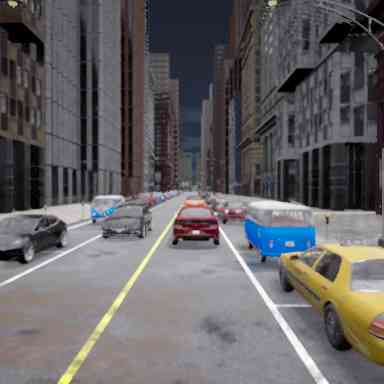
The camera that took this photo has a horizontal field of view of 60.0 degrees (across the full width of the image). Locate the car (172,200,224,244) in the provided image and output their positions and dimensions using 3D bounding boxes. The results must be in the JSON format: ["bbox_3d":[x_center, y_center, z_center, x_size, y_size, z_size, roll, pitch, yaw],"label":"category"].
[{"bbox_3d":[0.170,1.349,15.017,1.882,1.535,5.008,0,1,0],"label":"car"}]

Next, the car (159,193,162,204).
[{"bbox_3d":[-5.544,1.157,45.228,1.887,1.381,4.507,0,0,0],"label":"car"}]

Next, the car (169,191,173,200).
[{"bbox_3d":[-5.431,0.864,67.773,1.967,1.590,4.097,0,0,0],"label":"car"}]

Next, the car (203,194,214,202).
[{"bbox_3d":[3.066,1.024,62.103,1.887,1.381,4.507,0,0,0],"label":"car"}]

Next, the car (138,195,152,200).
[{"bbox_3d":[-5.600,1.273,33.955,1.947,1.339,4.313,0,0,0],"label":"car"}]

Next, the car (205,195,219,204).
[{"bbox_3d":[3.009,1.139,50.831,1.947,1.339,4.313,0,0,0],"label":"car"}]

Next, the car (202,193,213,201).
[{"bbox_3d":[3.094,0.998,67.740,1.947,1.339,4.313,0,0,0],"label":"car"}]

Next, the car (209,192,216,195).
[{"bbox_3d":[2.981,1.061,45.194,1.967,1.590,4.097,0,0,0],"label":"car"}]

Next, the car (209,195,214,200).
[{"bbox_3d":[2.924,1.266,33.923,2.008,1.369,4.403,0,0,0],"label":"car"}]

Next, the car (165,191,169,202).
[{"bbox_3d":[-5.488,0.958,56.500,1.967,1.590,4.097,0,0,0],"label":"car"}]

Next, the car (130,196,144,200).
[{"bbox_3d":[-5.629,1.320,28.318,1.947,1.339,4.313,0,0,0],"label":"car"}]

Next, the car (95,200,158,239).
[{"bbox_3d":[-3.018,1.362,16.357,1.837,1.490,4.892,0,0,0],"label":"car"}]

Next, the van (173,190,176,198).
[{"bbox_3d":[-5.375,0.671,79.045,1.690,1.788,3.998,0,0,0],"label":"van"}]

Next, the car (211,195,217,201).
[{"bbox_3d":[2.897,1.286,28.457,1.752,1.417,4.829,0,0,0],"label":"car"}]

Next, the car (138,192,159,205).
[{"bbox_3d":[-5.573,0.975,39.589,2.192,1.841,5.009,0,0,0],"label":"car"}]

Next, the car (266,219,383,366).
[{"bbox_3d":[2.784,1.476,5.913,1.752,1.417,4.829,0,0,0],"label":"car"}]

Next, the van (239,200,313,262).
[{"bbox_3d":[2.811,1.246,11.377,1.690,1.788,3.998,0,0,0],"label":"van"}]

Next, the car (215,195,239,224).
[{"bbox_3d":[2.868,1.250,22.650,1.967,1.590,4.097,0,0,0],"label":"car"}]

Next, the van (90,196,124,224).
[{"bbox_3d":[-5.658,1.143,22.680,1.690,1.788,3.998,0,0,0],"label":"van"}]

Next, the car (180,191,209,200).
[{"bbox_3d":[0.255,1.081,31.926,2.097,1.767,4.553,0,0,0],"label":"car"}]

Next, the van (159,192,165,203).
[{"bbox_3d":[-5.516,0.906,50.862,1.690,1.788,3.998,0,0,0],"label":"van"}]

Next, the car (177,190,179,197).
[{"bbox_3d":[-5.318,0.789,90.318,2.008,1.369,4.403,0,0,0],"label":"car"}]

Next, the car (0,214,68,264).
[{"bbox_3d":[-5.714,1.463,11.409,1.947,1.339,4.313,0,0,0],"label":"car"}]
